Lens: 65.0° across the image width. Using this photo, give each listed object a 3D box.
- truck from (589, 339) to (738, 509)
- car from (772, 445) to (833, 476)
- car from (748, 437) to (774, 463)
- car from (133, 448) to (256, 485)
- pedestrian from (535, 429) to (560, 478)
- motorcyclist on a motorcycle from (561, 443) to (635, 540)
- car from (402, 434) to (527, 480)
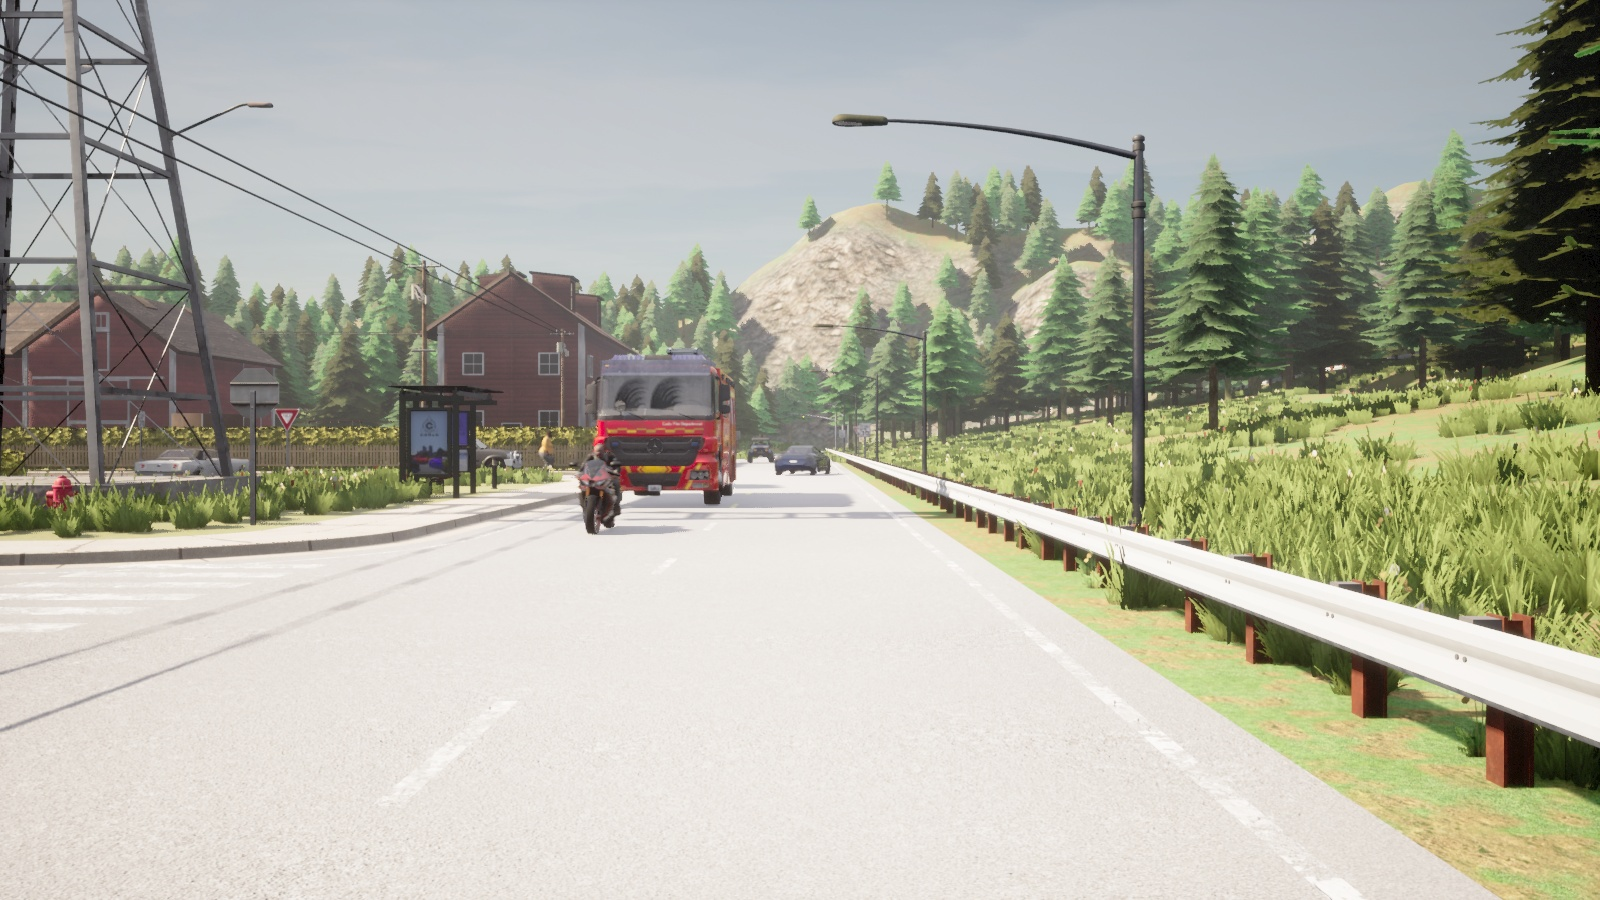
[{"bbox_3d":[-3.292,-0.603,32.556,2.891,3.827,8.468,0,0,0],"label":"truck"},{"bbox_3d":[0.178,0.476,59.305,1.994,1.385,4.181,0,0,13],"label":"car"},{"bbox_3d":[-2.935,0.011,93.610,1.905,1.878,3.866,0,0,-2],"label":"car"},{"bbox_3d":[-22.250,0.567,46.365,1.895,1.301,4.718,0,0,6],"label":"car"},{"bbox_3d":[-9.668,0.123,48.091,0.900,1.855,0.874,0,0,-11],"label":"pedestrian"},{"bbox_3d":[-3.368,0.659,21.156,0.866,1.530,2.191,0,0,1],"label":"motorcyclist on a motorcycle"},{"bbox_3d":[-13.767,0.261,51.718,4.605,1.855,1.932,0,0,0],"label":"car"}]
